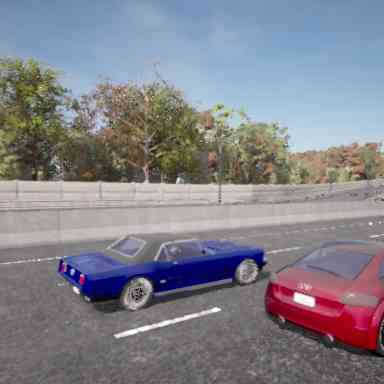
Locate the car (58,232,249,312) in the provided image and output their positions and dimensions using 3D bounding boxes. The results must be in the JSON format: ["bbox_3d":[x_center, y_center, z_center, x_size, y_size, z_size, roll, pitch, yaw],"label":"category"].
[{"bbox_3d":[-0.427,1.600,7.743,4.718,1.301,1.895,0,0,-35],"label":"car"}]

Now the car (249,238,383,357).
[{"bbox_3d":[3.296,1.564,6.098,4.181,1.385,1.994,0,0,-35],"label":"car"}]
